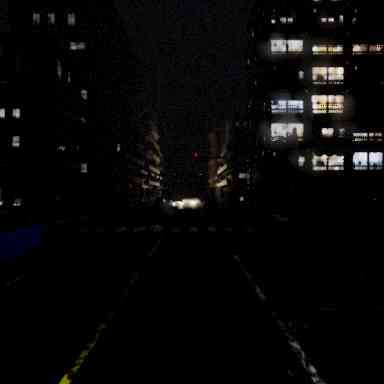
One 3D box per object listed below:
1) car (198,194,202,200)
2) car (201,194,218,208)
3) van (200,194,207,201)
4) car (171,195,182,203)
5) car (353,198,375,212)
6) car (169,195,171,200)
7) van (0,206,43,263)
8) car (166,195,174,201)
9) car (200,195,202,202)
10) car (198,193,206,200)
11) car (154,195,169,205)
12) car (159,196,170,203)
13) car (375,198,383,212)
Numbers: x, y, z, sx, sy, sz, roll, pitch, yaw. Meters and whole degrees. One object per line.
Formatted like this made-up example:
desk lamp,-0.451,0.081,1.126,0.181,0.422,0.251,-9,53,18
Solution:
car,2.711,1.539,69.515,1.802,1.307,4.206,0,0,0
car,2.706,1.408,47.378,1.967,1.590,4.097,0,0,0
van,2.715,1.295,80.584,1.690,1.788,3.998,0,0,0
car,-2.981,1.552,69.475,1.895,1.301,4.718,0,0,0
car,18.267,1.237,32.926,4.313,1.339,1.947,-1,1,0
car,-5.671,1.541,63.984,1.802,1.307,4.206,0,0,0
van,-5.797,1.333,9.484,1.690,1.788,3.998,0,0,0
car,-5.665,1.498,86.120,1.887,1.381,4.507,0,0,0
car,2.707,1.515,52.912,2.008,1.369,4.403,0,0,0
car,2.718,1.268,91.652,2.192,1.841,5.009,0,0,0
car,-5.673,1.512,58.449,2.008,1.369,4.403,0,0,0
car,-5.669,1.523,69.519,1.947,1.339,4.313,0,0,0
car,18.129,1.118,27.116,5.008,1.535,1.882,-1,0,0
